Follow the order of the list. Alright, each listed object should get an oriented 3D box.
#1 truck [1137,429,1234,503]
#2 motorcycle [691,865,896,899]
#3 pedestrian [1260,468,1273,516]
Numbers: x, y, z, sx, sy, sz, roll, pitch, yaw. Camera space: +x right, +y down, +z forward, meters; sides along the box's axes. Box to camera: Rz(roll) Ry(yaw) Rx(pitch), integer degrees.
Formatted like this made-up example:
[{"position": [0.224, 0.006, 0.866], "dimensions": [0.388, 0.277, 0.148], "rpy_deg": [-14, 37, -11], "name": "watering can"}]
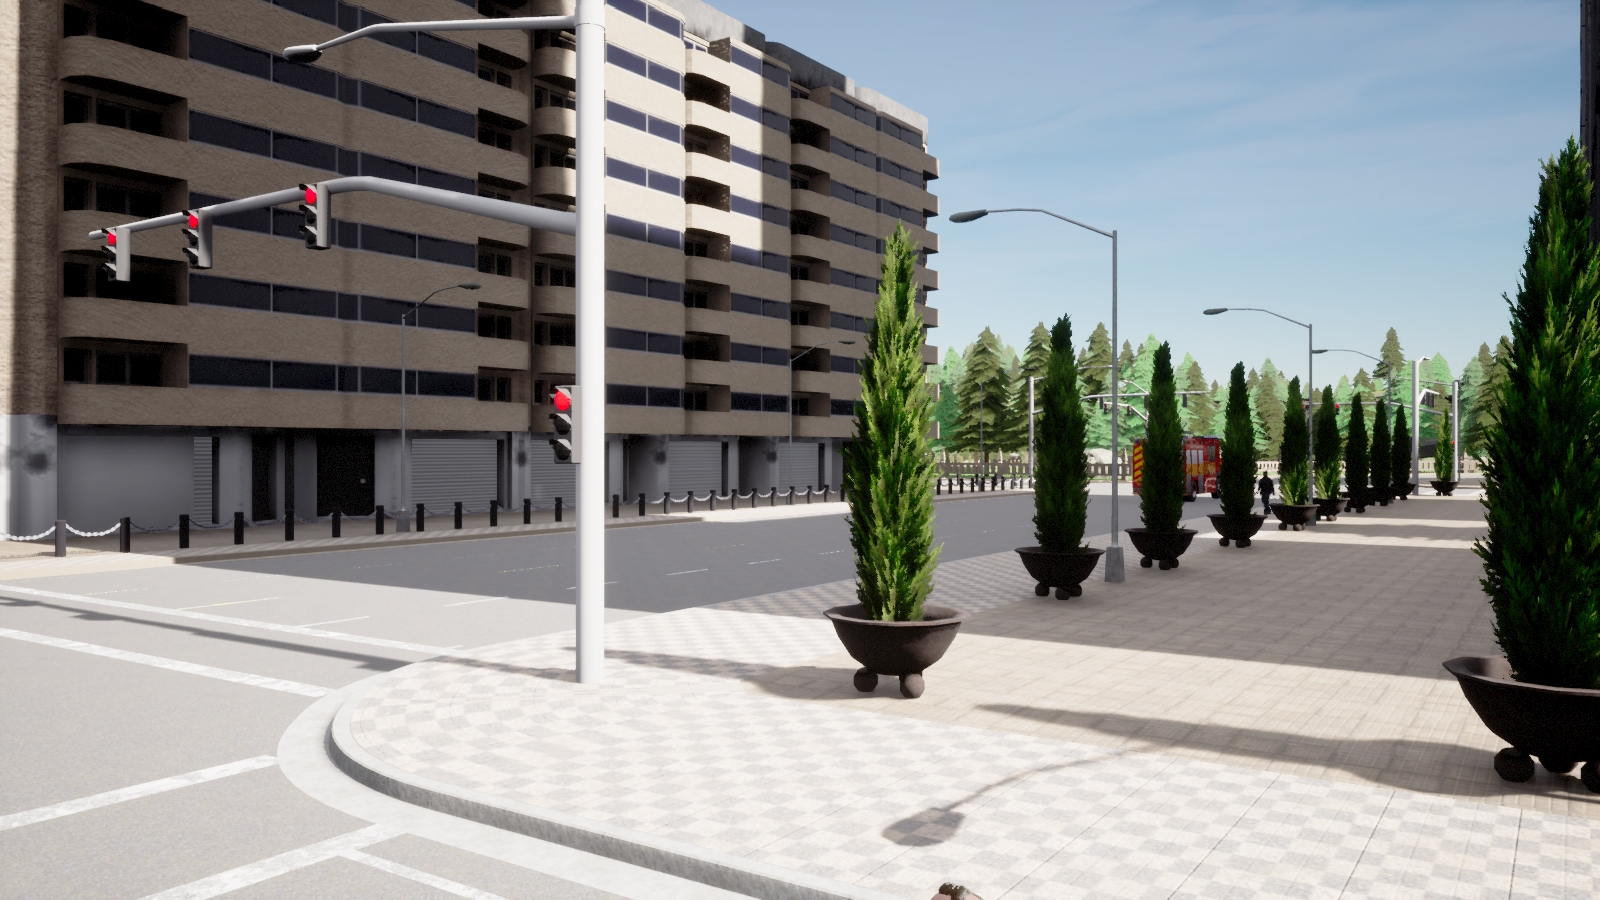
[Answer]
[{"position": [21.438, 0.835, 63.219], "dimensions": [2.891, 3.827, 8.468], "rpy_deg": [0, 0, 34], "name": "truck"}, {"position": [0.516, 2.205, 3.364], "dimensions": [2.209, 1.251, 0.867], "rpy_deg": [0, 0, 34], "name": "motorcycle"}, {"position": [18.368, 1.639, 44.994], "dimensions": [0.375, 1.860, 0.375], "rpy_deg": [0, 0, 39], "name": "pedestrian"}]
